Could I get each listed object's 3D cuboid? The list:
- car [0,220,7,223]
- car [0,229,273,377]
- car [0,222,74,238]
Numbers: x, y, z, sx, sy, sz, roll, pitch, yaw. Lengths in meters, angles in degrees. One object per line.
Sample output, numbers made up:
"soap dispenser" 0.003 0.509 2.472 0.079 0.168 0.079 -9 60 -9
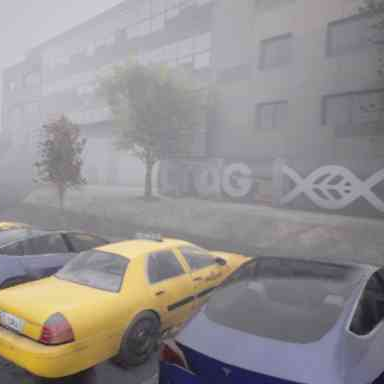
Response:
"car" -5.130 1.469 9.169 1.946 1.575 5.366 0 0 36
"car" -0.581 1.474 5.925 1.946 1.575 5.366 0 0 36
"car" -2.947 1.504 7.420 2.163 1.488 4.792 0 0 36
